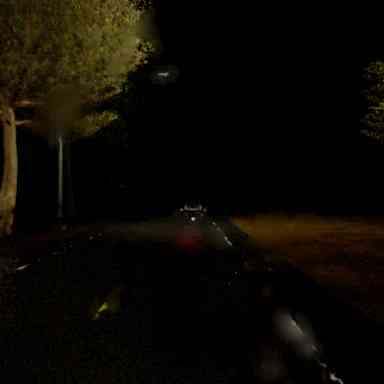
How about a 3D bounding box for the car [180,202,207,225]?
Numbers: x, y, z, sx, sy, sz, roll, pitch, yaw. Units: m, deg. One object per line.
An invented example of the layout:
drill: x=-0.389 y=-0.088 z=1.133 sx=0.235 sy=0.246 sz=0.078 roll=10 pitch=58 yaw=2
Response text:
car: x=0.090 y=1.747 z=26.464 sx=1.837 sy=1.490 sz=4.892 roll=0 pitch=-1 yaw=0
